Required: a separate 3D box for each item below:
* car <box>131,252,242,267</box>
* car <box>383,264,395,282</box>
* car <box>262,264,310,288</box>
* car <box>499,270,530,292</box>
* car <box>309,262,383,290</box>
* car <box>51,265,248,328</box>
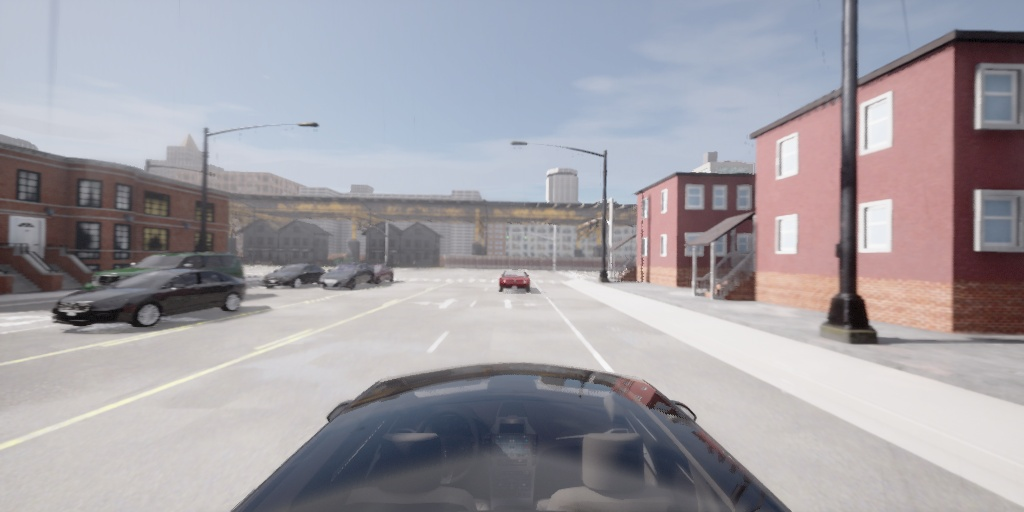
[{"bbox_3d":[-14.025,0.863,15.134,2.150,2.045,5.566,1,-1,0],"label":"car"},{"bbox_3d":[-10.400,1.362,27.289,1.812,1.442,4.674,1,1,1],"label":"car"},{"bbox_3d":[-13.893,1.276,23.279,1.837,1.490,4.892,1,-1,0],"label":"car"},{"bbox_3d":[0.164,1.572,23.387,1.895,1.301,4.718,1,-1,0],"label":"car"},{"bbox_3d":[-10.390,1.182,22.978,2.128,1.511,4.902,1,5,0],"label":"car"},{"bbox_3d":[-10.555,1.166,11.041,1.837,1.490,4.892,1,-1,0],"label":"car"}]
